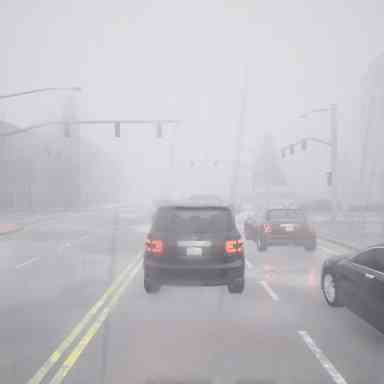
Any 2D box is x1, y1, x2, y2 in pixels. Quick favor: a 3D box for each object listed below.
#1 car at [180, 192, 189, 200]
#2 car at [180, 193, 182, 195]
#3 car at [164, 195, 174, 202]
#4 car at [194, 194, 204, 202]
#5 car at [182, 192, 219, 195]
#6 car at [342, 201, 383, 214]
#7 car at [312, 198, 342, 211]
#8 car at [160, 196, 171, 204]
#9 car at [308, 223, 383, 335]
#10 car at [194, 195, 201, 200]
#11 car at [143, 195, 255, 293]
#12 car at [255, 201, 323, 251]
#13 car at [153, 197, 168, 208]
[{"bbox_3d":[-2.036,1.139,90.447,2.150,2.045,5.566,0,0,-1],"label":"car"},{"bbox_3d":[-1.790,1.496,80.218,1.837,1.490,4.892,0,0,-1],"label":"car"},{"bbox_3d":[-5.162,1.476,74.858,1.882,1.535,5.008,0,0,-1],"label":"car"},{"bbox_3d":[1.705,1.355,80.458,2.097,1.767,4.553,0,0,-1],"label":"car"},{"bbox_3d":[2.176,1.221,32.012,5.566,2.045,2.150,0,1,33],"label":"car"},{"bbox_3d":[18.487,1.601,34.169,4.718,1.301,1.895,0,0,-2],"label":"car"},{"bbox_3d":[14.438,1.505,37.562,4.892,1.490,1.837,0,0,-2],"label":"car"},{"bbox_3d":[-4.928,1.526,62.630,1.812,1.442,4.674,0,0,-1],"label":"car"},{"bbox_3d":[3.607,1.505,5.081,1.837,1.490,4.892,0,0,0],"label":"car"},{"bbox_3d":[1.467,1.552,90.364,1.994,1.385,4.181,0,0,-1],"label":"car"},{"bbox_3d":[0.054,1.221,8.984,2.150,2.045,5.566,0,0,0],"label":"car"},{"bbox_3d":[3.535,1.352,14.162,2.097,1.767,4.553,0,0,0],"label":"car"},{"bbox_3d":[-4.644,1.477,49.661,1.882,1.535,5.008,0,0,-1],"label":"car"}]
